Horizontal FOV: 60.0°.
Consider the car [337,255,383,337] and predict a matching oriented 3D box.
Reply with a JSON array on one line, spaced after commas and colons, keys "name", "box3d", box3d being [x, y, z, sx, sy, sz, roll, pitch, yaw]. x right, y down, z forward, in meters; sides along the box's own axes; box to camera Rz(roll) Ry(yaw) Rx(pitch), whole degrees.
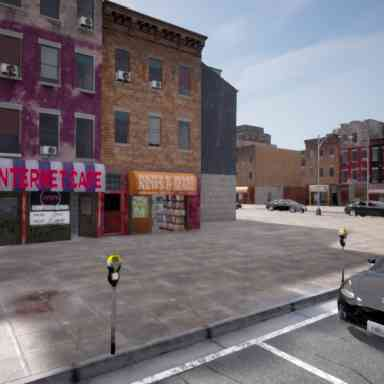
[{"name": "car", "box3d": [4.409, 1.567, 5.943, 4.313, 1.339, 1.947, 0, 0, -35]}]

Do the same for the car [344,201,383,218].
[{"name": "car", "box3d": [15.843, 1.542, 28.975, 1.837, 1.490, 4.892, 1, 0, -35]}]

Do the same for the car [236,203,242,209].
[{"name": "car", "box3d": [4.360, 1.624, 45.151, 2.033, 1.411, 5.357, 1, 0, -36]}]

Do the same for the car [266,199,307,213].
[{"name": "car", "box3d": [10.359, 1.547, 36.706, 2.128, 1.511, 4.902, 1, 0, -35]}]
